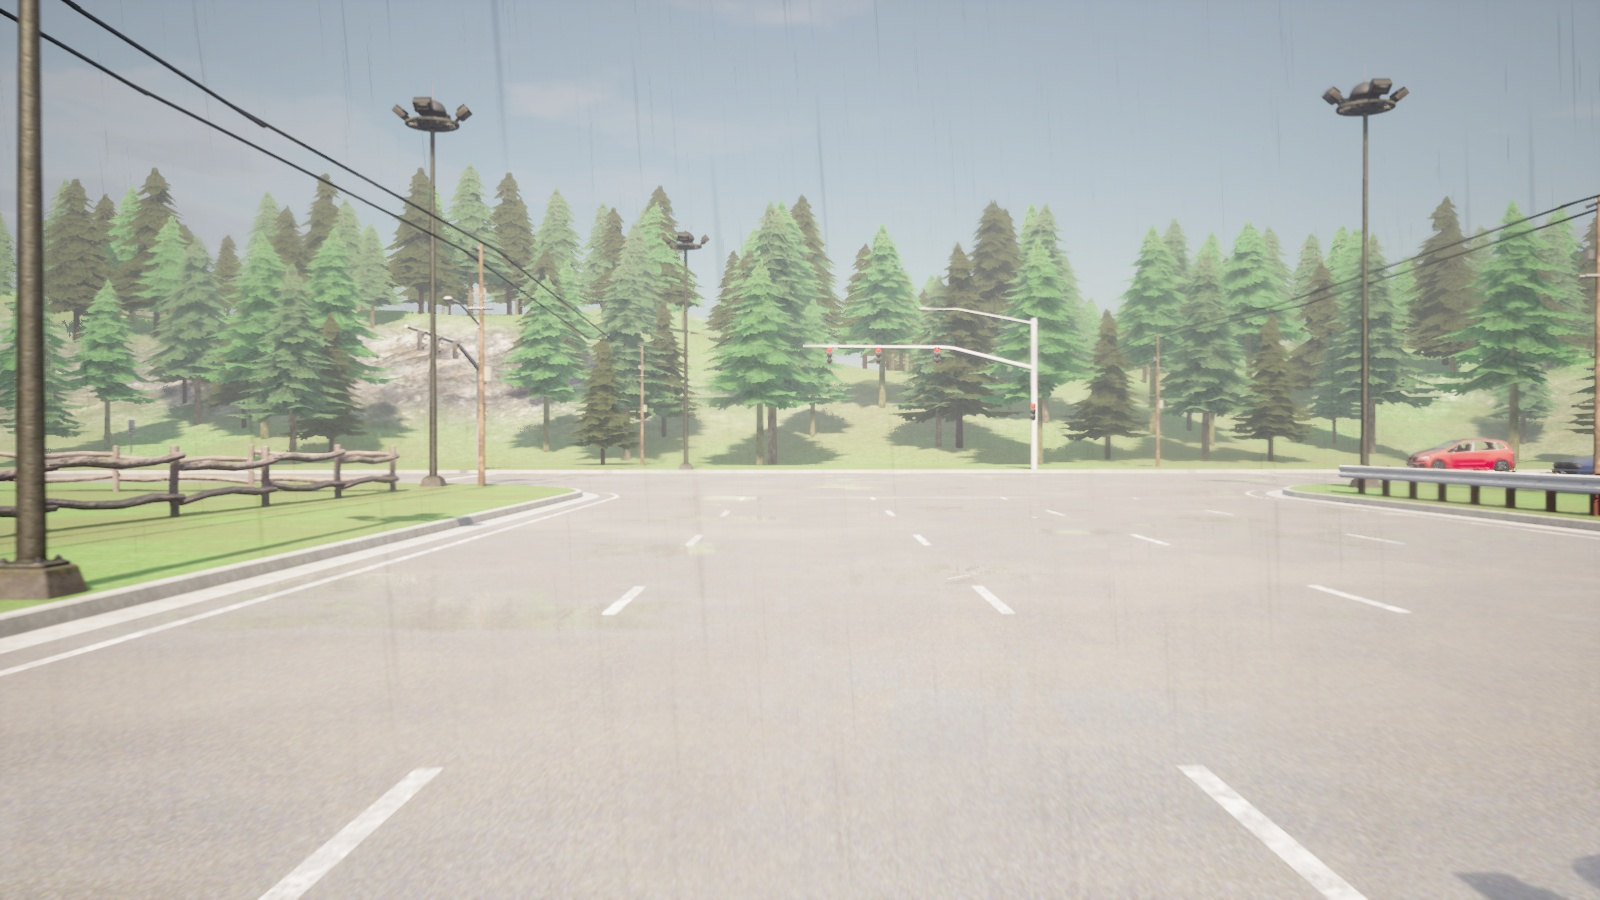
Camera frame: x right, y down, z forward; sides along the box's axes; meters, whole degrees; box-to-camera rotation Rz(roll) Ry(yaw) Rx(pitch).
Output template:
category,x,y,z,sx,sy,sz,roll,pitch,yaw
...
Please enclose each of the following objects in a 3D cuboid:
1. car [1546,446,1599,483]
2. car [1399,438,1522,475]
category,x,y,z,sx,sy,sz,roll,pitch,yaw
car,32.262,0.551,48.759,5.357,1.411,2.033,0,0,1
car,31.117,0.286,59.275,4.611,1.667,2.242,0,0,1
